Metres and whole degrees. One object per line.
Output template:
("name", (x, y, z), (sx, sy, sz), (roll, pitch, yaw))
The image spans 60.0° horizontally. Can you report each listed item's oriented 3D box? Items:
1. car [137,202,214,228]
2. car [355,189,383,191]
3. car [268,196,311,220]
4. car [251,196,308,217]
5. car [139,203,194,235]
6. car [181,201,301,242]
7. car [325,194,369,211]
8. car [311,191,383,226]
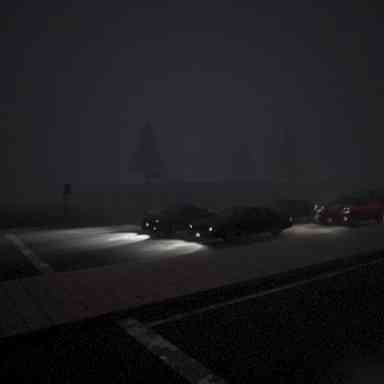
("car", (-0.992, 1.408, 21.632), (4.718, 1.301, 1.895), (-1, 1, -35))
("car", (15.145, 0.744, 28.726), (5.566, 2.045, 2.150), (-1, 1, -35))
("car", (6.532, 1.202, 22.628), (4.892, 1.490, 1.837), (-1, 1, -35))
("car", (7.316, 1.145, 27.459), (4.892, 1.490, 1.837), (-1, 1, -35))
("car", (-0.588, 1.404, 17.646), (4.181, 1.385, 1.994), (-1, 1, -35))
("car", (2.422, 1.368, 15.489), (5.357, 1.411, 2.033), (-1, 1, -35))
("car", (15.614, 0.977, 33.353), (4.892, 1.490, 1.837), (-1, 1, -35))
("car", (9.892, 1.022, 20.709), (4.553, 1.767, 2.097), (-1, 1, -35))
